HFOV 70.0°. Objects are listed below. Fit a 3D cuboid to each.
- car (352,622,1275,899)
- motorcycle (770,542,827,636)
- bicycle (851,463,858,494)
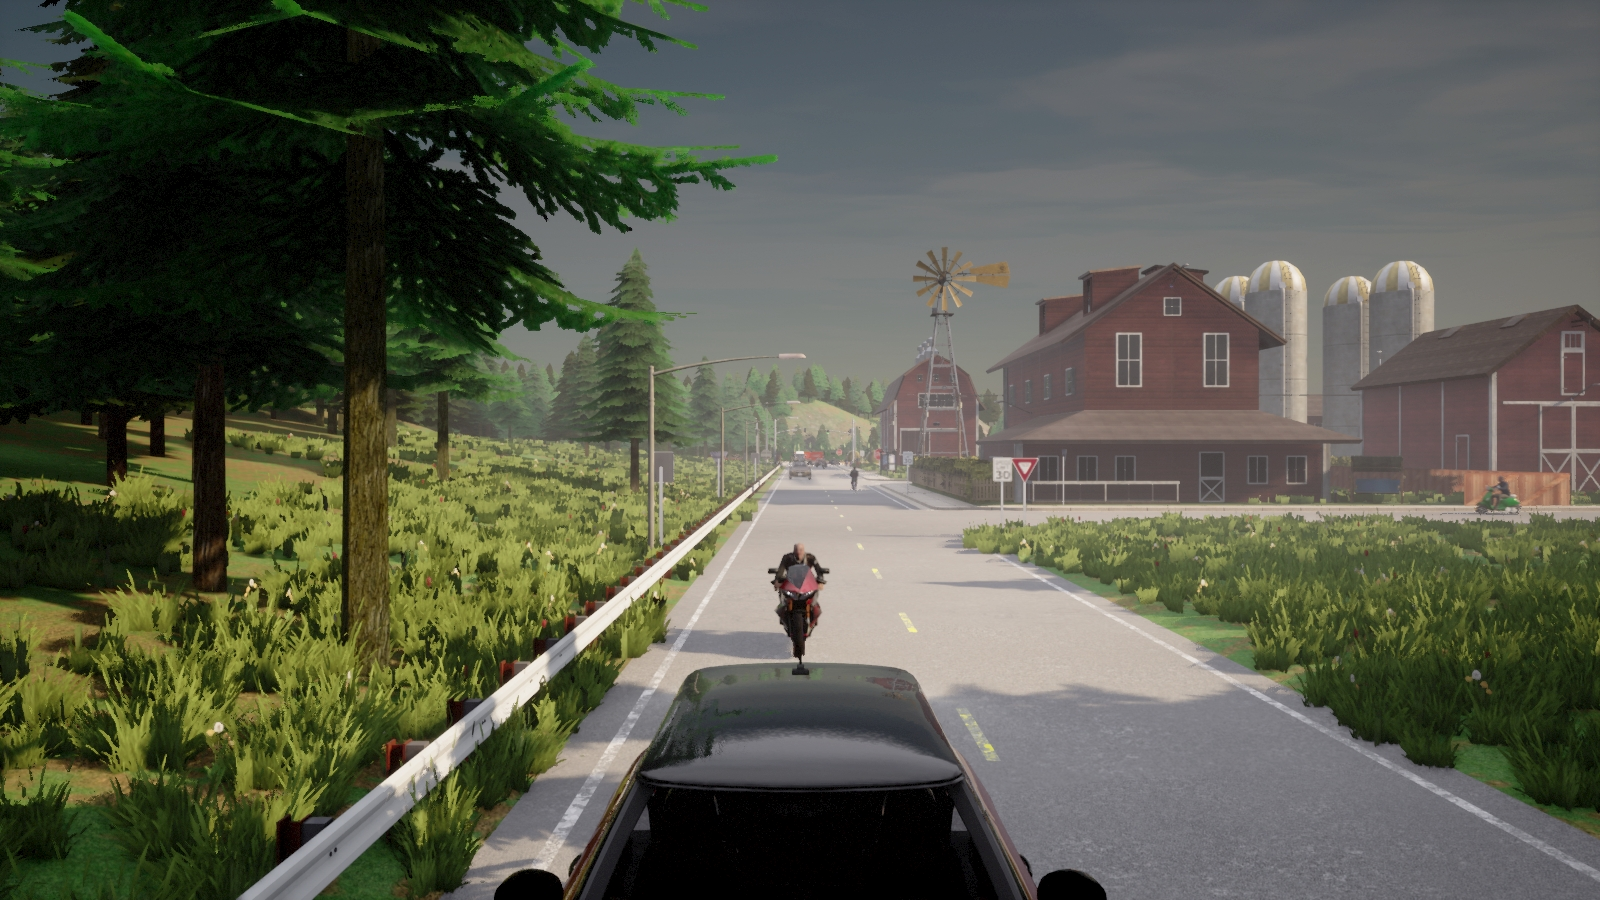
[{"bbox_3d":[0.033,1.906,4.501,2.097,1.767,4.553,0,0,0],"label":"car"},{"bbox_3d":[-0.030,2.205,18.451,0.867,1.251,2.209,0,0,0],"label":"motorcycle"},{"bbox_3d":[3.513,1.836,73.873,0.329,1.919,1.835,0,0,0],"label":"bicycle"}]
